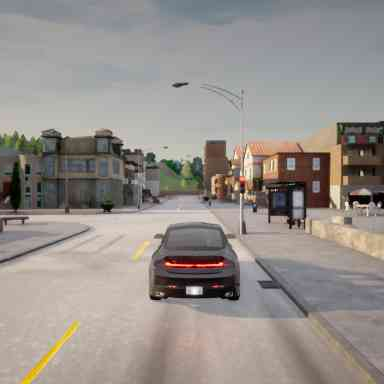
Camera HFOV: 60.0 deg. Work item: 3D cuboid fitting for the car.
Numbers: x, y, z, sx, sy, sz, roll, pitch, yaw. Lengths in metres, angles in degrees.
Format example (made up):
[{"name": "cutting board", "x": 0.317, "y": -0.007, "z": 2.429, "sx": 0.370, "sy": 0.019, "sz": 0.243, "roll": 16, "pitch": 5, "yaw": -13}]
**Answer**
[{"name": "car", "x": 0.068, "y": 1.505, "z": 8.337, "sx": 1.837, "sy": 1.490, "sz": 4.892, "roll": 0, "pitch": 0, "yaw": 1}]
